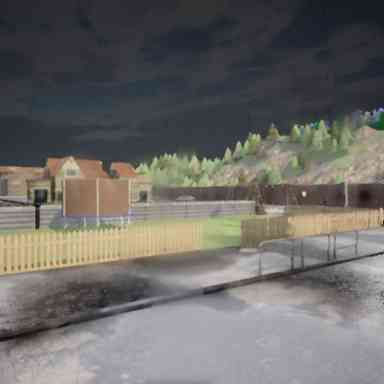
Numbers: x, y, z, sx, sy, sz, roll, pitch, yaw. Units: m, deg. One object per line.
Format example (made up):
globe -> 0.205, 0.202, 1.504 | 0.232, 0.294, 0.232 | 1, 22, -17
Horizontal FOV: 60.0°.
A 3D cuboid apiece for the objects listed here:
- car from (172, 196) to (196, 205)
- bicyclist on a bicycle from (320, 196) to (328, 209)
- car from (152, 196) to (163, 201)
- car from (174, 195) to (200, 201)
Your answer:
car -> -1.508, 1.475, 58.553 | 1.837, 1.490, 4.892 | 0, -1, -35
bicyclist on a bicycle -> 16.251, 1.316, 40.983 | 1.656, 1.620, 0.582 | 0, 0, -36
car -> -7.603, 1.498, 67.000 | 1.812, 1.442, 4.674 | 0, 0, -36
car -> -0.523, 1.328, 50.058 | 2.097, 1.767, 4.553 | 0, 0, -35
